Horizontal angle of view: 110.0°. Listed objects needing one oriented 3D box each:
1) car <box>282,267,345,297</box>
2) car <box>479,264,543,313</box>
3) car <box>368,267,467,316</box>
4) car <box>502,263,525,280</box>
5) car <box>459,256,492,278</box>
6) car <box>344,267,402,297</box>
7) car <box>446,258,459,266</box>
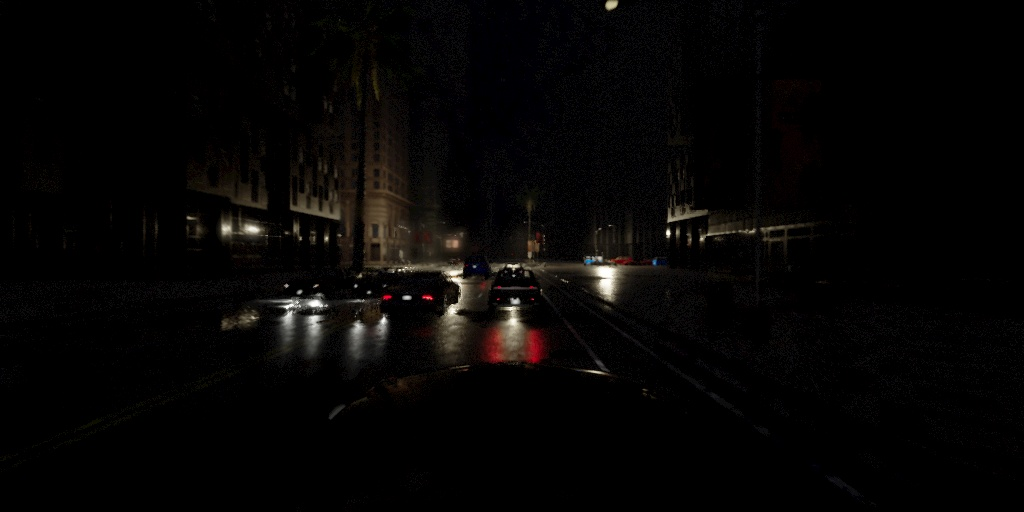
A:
[{"bbox_3d":[-9.830,1.297,19.254,2.033,1.411,5.357,0,0,0],"label":"car"},{"bbox_3d":[0.114,1.243,13.833,2.128,1.511,4.902,0,0,0],"label":"car"},{"bbox_3d":[-3.137,1.298,13.234,2.033,1.411,5.357,0,0,0],"label":"car"},{"bbox_3d":[0.128,1.357,31.876,1.895,1.301,4.718,0,0,0],"label":"car"},{"bbox_3d":[-3.112,0.977,32.540,2.150,2.045,5.566,0,0,0],"label":"car"},{"bbox_3d":[-6.581,1.298,19.189,2.033,1.411,5.357,0,0,0],"label":"car"},{"bbox_3d":[-9.678,0.972,59.763,1.895,1.301,4.718,0,0,0],"label":"car"}]
